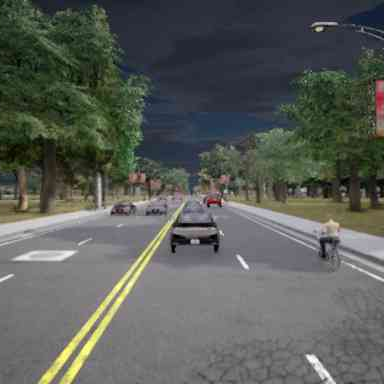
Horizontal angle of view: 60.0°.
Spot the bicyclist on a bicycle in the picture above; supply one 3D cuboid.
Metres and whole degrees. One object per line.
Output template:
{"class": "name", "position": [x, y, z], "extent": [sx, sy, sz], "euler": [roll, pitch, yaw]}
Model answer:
{"class": "bicyclist on a bicycle", "position": [4.166, 1.443, 10.141], "extent": [0.866, 1.612, 1.509], "euler": [0, 0, 0]}

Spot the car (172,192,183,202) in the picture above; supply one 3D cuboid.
{"class": "car", "position": [-3.227, 1.043, 73.028], "extent": [2.150, 2.045, 5.566], "euler": [0, 0, 0]}

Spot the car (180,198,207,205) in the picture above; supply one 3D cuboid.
{"class": "car", "position": [0.110, 1.586, 31.984], "extent": [1.994, 1.385, 4.181], "euler": [0, 0, 0]}

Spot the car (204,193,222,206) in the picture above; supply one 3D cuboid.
{"class": "car", "position": [3.366, 1.254, 51.719], "extent": [2.150, 2.045, 5.566], "euler": [0, -1, 0]}

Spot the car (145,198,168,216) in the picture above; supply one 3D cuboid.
{"class": "car", "position": [-3.335, 1.586, 32.339], "extent": [1.994, 1.385, 4.181], "euler": [0, 0, 0]}

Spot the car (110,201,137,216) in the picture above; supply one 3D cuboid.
{"class": "car", "position": [-6.585, 1.586, 32.347], "extent": [1.994, 1.385, 4.181], "euler": [0, 0, 0]}

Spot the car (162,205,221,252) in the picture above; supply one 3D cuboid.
{"class": "car", "position": [0.105, 1.500, 13.925], "extent": [2.128, 1.511, 4.902], "euler": [0, 0, 0]}

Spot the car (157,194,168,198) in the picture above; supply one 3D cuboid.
{"class": "car", "position": [-6.477, 1.173, 73.089], "extent": [2.097, 1.767, 4.553], "euler": [0, 0, 0]}

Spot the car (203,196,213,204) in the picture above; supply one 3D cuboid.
{"class": "car", "position": [3.272, 1.536, 68.323], "extent": [1.882, 1.535, 5.008], "euler": [0, 0, 0]}
